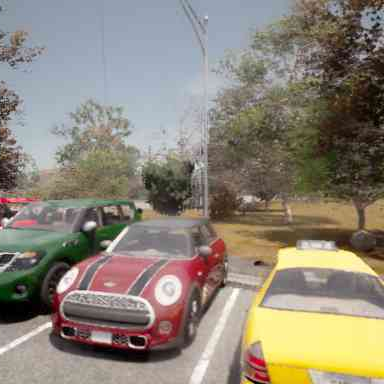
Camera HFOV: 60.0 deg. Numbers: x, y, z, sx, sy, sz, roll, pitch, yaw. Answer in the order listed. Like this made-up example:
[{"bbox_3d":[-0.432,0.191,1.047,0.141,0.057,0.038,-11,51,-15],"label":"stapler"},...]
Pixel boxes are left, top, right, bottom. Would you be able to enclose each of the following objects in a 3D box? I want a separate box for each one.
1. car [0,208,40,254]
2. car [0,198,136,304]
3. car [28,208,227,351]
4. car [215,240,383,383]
[{"bbox_3d":[-7.951,1.410,11.621,2.231,1.521,4.892,0,0,14],"label":"car"},{"bbox_3d":[-3.054,1.200,8.217,2.435,2.045,5.566,1,0,15],"label":"car"},{"bbox_3d":[-0.610,1.347,6.573,2.185,1.767,4.553,1,0,15],"label":"car"},{"bbox_3d":[1.848,1.487,5.013,1.946,1.575,5.366,0,-1,15],"label":"car"}]
